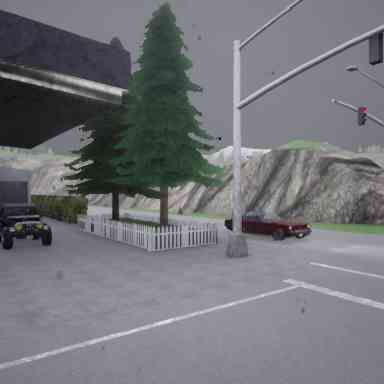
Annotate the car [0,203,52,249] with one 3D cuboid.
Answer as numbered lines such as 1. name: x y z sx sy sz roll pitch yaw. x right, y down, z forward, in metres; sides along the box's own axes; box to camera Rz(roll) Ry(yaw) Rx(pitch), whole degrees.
1. car: -8.062 1.505 15.793 1.905 1.878 3.866 0 0 -37

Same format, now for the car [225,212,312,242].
1. car: 3.999 1.792 17.995 1.895 1.301 4.718 0 0 -37
